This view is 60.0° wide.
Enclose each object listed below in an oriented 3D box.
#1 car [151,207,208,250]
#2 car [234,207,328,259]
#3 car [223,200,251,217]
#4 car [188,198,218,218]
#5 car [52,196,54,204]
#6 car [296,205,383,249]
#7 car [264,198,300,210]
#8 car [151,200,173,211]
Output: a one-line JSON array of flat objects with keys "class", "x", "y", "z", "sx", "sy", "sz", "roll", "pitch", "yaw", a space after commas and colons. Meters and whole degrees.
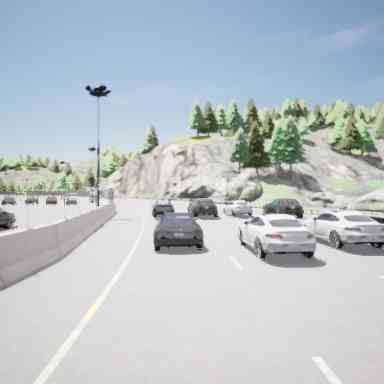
[{"class": "car", "x": -0.643, "y": 1.567, "z": 14.441, "sx": 1.994, "sy": 1.385, "sz": 4.181, "roll": 0, "pitch": 0, "yaw": -5}, {"class": "car", "x": 3.027, "y": 1.522, "z": 12.491, "sx": 1.812, "sy": 1.442, "sz": 4.674, "roll": 0, "pitch": 0, "yaw": -4}, {"class": "car", "x": 4.261, "y": 1.522, "z": 31.276, "sx": 1.812, "sy": 1.442, "sz": 4.674, "roll": 0, "pitch": 0, "yaw": -10}, {"class": "car", "x": 0.882, "y": 1.355, "z": 30.192, "sx": 2.097, "sy": 1.767, "sz": 4.553, "roll": 0, "pitch": 0, "yaw": -9}, {"class": "car", "x": -25.930, "y": 1.547, "z": 61.628, "sx": 1.882, "sy": 1.535, "sz": 5.008, "roll": 0, "pitch": 0, "yaw": -21}, {"class": "car", "x": 6.392, "y": 1.516, "z": 14.367, "sx": 1.812, "sy": 1.442, "sz": 4.674, "roll": 0, "pitch": 0, "yaw": -4}, {"class": "car", "x": 8.049, "y": 1.341, "z": 29.735, "sx": 2.097, "sy": 1.767, "sz": 4.553, "roll": 0, "pitch": 0, "yaw": -9}, {"class": "car", "x": -2.736, "y": 1.501, "z": 30.661, "sx": 2.128, "sy": 1.511, "sz": 4.902, "roll": 0, "pitch": 0, "yaw": -10}]
